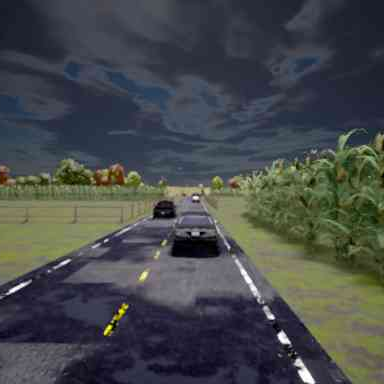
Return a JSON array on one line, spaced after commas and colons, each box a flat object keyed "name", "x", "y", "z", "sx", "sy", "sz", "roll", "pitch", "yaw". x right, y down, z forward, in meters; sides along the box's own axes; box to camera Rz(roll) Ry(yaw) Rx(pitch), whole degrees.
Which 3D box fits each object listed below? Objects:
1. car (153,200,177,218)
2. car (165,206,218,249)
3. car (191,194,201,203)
[{"name": "car", "x": -2.412, "y": 1.516, "z": 30.555, "sx": 1.882, "sy": 1.535, "sz": 5.008, "roll": 0, "pitch": 0, "yaw": 1}, {"name": "car", "x": 0.153, "y": 1.573, "z": 14.658, "sx": 2.033, "sy": 1.411, "sz": 5.357, "roll": 0, "pitch": 0, "yaw": 1}, {"name": "car", "x": 0.817, "y": 1.682, "z": 71.810, "sx": 1.895, "sy": 1.301, "sz": 4.718, "roll": 0, "pitch": 0, "yaw": 1}]
